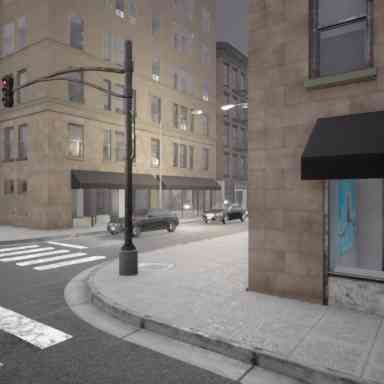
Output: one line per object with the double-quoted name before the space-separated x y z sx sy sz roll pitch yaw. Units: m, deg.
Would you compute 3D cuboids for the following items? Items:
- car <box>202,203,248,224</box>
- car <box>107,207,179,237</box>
"car" 2.695 1.641 26.299 2.128 1.511 4.902 0 0 35
"car" -2.612 1.620 18.829 1.812 1.442 4.674 0 0 37
